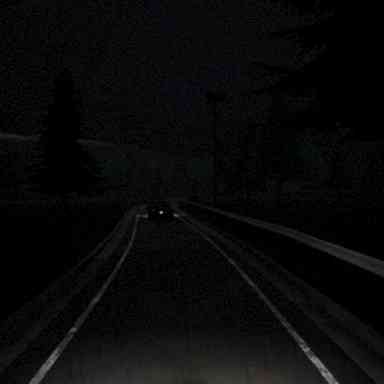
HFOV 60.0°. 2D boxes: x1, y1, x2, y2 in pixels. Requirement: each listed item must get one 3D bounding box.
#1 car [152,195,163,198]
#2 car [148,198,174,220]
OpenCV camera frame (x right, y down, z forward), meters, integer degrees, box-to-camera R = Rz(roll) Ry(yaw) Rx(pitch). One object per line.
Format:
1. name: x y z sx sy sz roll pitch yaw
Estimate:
1. car: -4.472 1.219 43.332 2.097 1.767 4.553 0 0 -5
2. car: -2.555 1.481 26.861 1.994 1.385 4.181 0 0 -7
